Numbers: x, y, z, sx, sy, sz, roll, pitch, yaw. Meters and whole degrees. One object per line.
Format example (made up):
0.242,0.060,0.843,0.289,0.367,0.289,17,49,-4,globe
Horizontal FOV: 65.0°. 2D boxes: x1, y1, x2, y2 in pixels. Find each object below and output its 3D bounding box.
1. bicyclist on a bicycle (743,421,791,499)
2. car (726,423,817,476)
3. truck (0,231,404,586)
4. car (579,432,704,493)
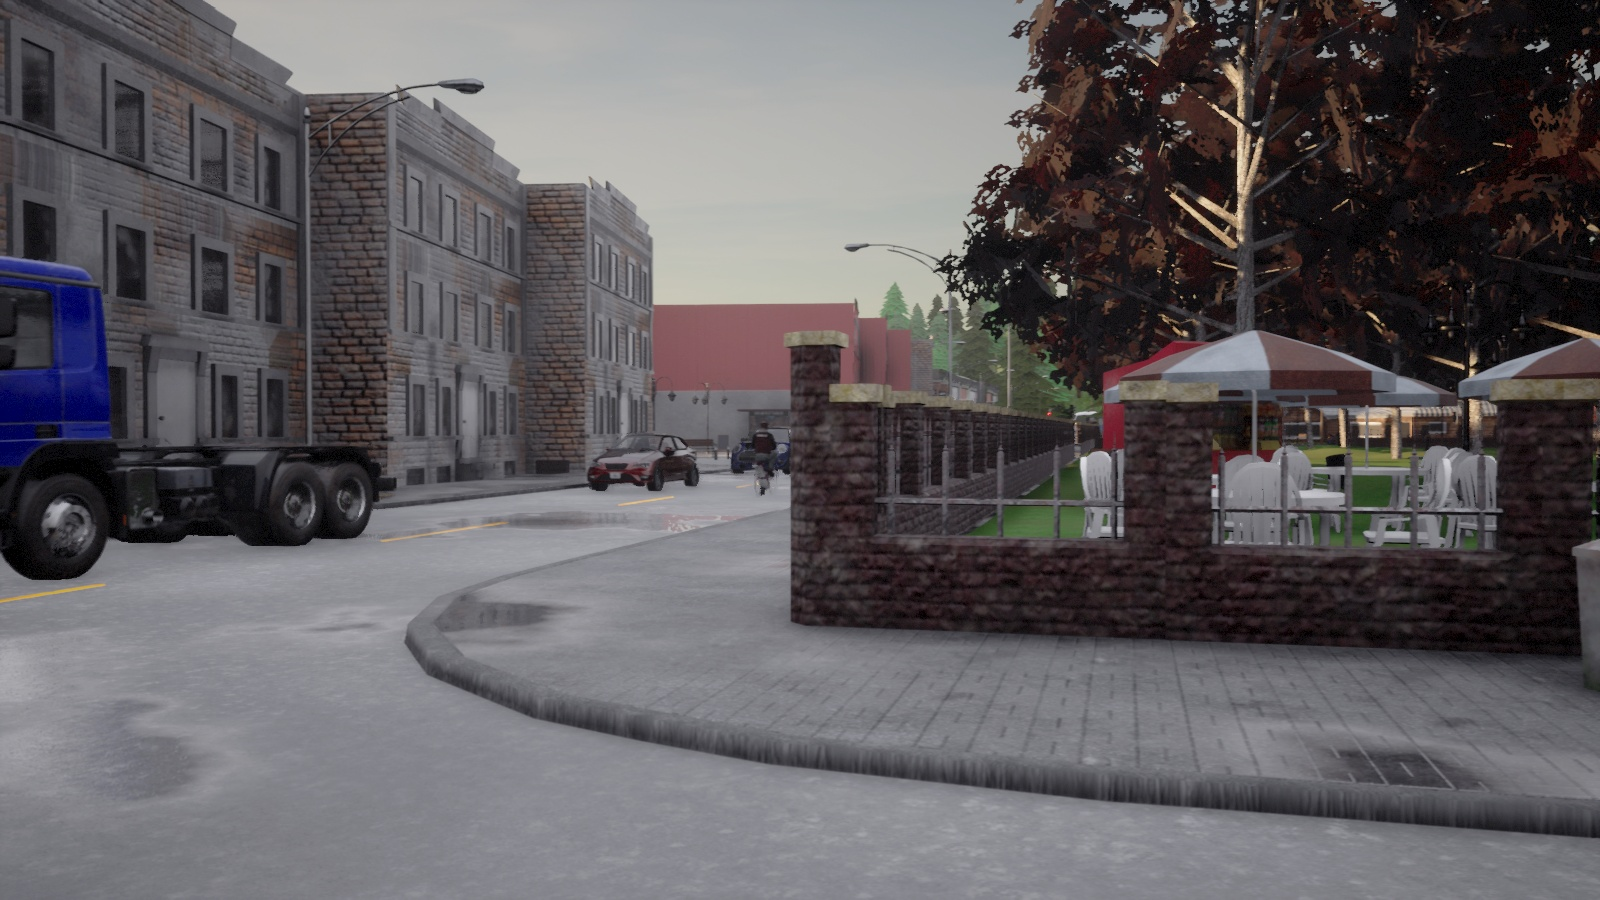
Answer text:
-0.760,0.202,29.492,0.659,1.776,1.843,1,1,14,bicyclist on a bicycle
-0.952,-0.065,44.858,2.097,1.767,4.553,1,1,14,car
-8.422,-0.470,15.678,2.891,3.462,7.936,1,1,14,truck
-4.044,0.270,32.800,1.816,1.474,4.193,1,1,14,car
